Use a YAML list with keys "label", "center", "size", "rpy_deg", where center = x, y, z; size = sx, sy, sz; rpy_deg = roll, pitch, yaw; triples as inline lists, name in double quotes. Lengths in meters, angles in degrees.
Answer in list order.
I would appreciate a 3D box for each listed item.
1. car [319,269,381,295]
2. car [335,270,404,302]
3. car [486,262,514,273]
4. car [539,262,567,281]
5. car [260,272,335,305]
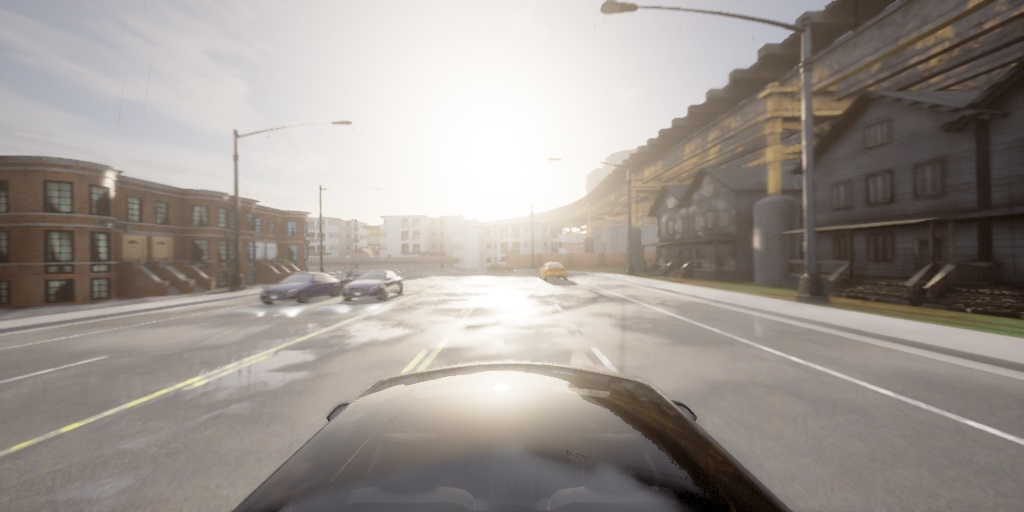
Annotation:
- label: "car"
  center: [-10.437, 1.630, 23.588]
  size: [1.895, 1.301, 4.718]
  rpy_deg: [-1, 0, 1]
- label: "car"
  center: [-7.000, 1.469, 18.613]
  size: [1.812, 1.442, 4.674]
  rpy_deg: [-1, 0, 1]
- label: "car"
  center: [-1.737, 1.524, 49.418]
  size: [2.033, 1.411, 5.357]
  rpy_deg: [-1, 0, -30]
- label: "car"
  center: [3.527, 1.287, 31.519]
  size: [1.882, 1.535, 5.008]
  rpy_deg: [-1, 0, -3]
- label: "car"
  center: [-10.406, 1.568, 18.095]
  size: [1.812, 1.442, 4.674]
  rpy_deg: [-1, -1, 2]
